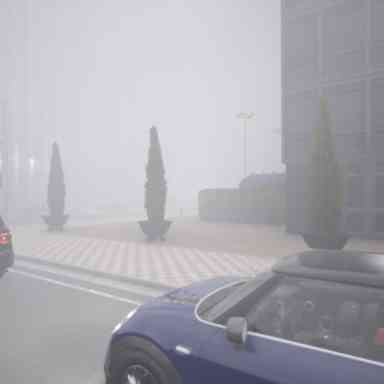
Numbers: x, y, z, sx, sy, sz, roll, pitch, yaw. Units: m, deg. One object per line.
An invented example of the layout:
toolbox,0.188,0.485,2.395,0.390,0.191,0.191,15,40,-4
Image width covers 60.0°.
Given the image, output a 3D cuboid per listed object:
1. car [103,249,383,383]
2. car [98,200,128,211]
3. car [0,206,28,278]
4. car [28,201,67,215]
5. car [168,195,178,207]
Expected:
car,1.264,1.356,3.090,4.553,1.767,2.097,-1,0,36
car,-10.615,1.805,44.982,1.994,1.385,4.181,0,0,35
car,-7.014,1.298,8.975,5.566,2.045,2.150,0,0,36
car,-16.314,1.732,36.845,2.128,1.511,4.902,0,0,35
car,-4.532,1.464,53.665,2.150,2.045,5.566,0,0,35
